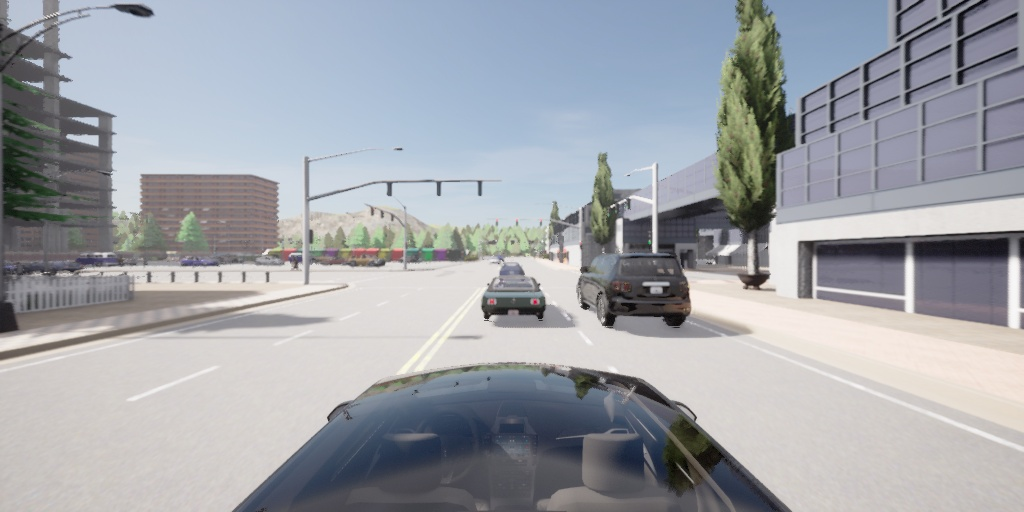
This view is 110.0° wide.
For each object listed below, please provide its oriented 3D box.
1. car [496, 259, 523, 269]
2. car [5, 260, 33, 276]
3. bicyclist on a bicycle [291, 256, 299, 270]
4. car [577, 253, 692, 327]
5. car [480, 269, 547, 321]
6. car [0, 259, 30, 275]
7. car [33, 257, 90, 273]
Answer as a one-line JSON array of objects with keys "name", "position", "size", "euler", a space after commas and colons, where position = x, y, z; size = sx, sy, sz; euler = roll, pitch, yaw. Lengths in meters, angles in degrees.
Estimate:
[{"name": "car", "position": [-0.030, 1.176, 29.234], "size": [1.994, 1.385, 4.181], "euler": [0, 0, 0]}, {"name": "car", "position": [-45.293, 1.125, 31.065], "size": [4.674, 1.442, 1.812], "euler": [0, 0, 0]}, {"name": "bicyclist on a bicycle", "position": [-25.462, 0.848, 42.078], "size": [0.582, 1.620, 1.656], "euler": [0, 0, 0]}, {"name": "car", "position": [3.551, 0.922, 11.443], "size": [2.150, 2.045, 5.566], "euler": [0, 0, 0]}, {"name": "car", "position": [0.059, 1.298, 12.254], "size": [1.895, 1.301, 4.718], "euler": [0, 0, 0]}, {"name": "car", "position": [-50.487, 1.072, 34.673], "size": [4.902, 1.511, 2.128], "euler": [0, 0, 0]}, {"name": "car", "position": [-49.089, 1.111, 38.166], "size": [5.357, 1.411, 2.033], "euler": [0, 0, 0]}]
